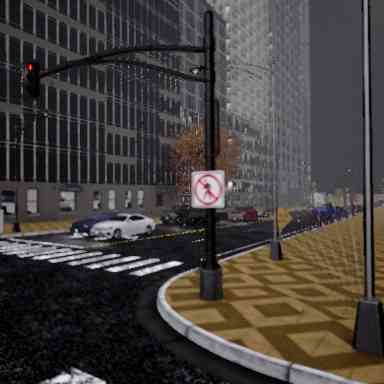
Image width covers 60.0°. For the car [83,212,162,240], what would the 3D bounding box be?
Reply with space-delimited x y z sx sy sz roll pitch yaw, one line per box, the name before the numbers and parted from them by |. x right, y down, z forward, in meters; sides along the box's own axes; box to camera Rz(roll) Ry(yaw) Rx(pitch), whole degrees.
car | -4.228 2.094 21.017 1.812 1.442 4.674 -1 -2 32

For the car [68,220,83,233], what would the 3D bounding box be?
car | -6.168 2.188 24.027 2.033 1.411 5.357 -1 -2 32

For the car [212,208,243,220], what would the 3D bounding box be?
car | 4.454 2.706 41.232 1.895 1.301 4.718 -1 -2 32

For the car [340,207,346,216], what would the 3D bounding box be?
car | 22.694 2.946 52.069 1.812 1.442 4.674 -1 -2 32

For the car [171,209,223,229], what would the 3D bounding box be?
car | 0.565 2.378 28.754 1.895 1.301 4.718 -1 -2 32

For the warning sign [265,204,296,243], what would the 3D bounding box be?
warning sign | 4.614 1.607 17.295 1.300 1.860 1.060 0 0 32

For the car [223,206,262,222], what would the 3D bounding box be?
car | 5.706 2.354 37.082 2.097 1.767 4.553 -1 -2 32

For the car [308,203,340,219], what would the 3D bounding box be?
car | 17.127 2.398 42.985 2.150 2.045 5.566 -1 -2 34

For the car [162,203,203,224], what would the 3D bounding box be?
car | -0.822 2.097 32.701 2.150 2.045 5.566 -1 -2 32

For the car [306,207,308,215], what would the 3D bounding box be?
car | 19.941 2.807 53.708 2.097 1.767 4.553 -1 -2 35

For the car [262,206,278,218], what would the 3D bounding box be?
car | 11.033 2.738 45.659 1.837 1.490 4.892 -1 -2 32

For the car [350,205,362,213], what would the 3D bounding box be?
car | 32.014 3.291 65.019 1.812 1.442 4.674 -1 -2 32

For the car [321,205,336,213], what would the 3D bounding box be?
car | 26.140 3.245 63.660 1.812 1.442 4.674 -1 -2 31
